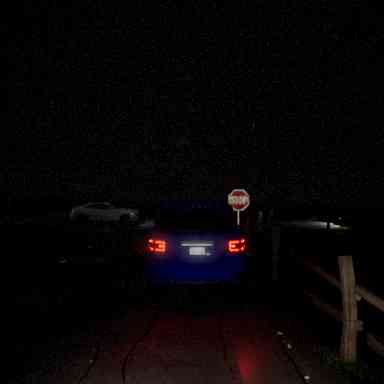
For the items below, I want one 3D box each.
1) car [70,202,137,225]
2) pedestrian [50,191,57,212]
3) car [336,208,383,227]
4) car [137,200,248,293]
[{"bbox_3d":[-5.997,1.405,22.973,4.674,1.442,1.812,1,2,0],"label":"car"},{"bbox_3d":[-12.080,0.778,28.947,0.375,1.860,0.375,0,1,0],"label":"pedestrian"},{"bbox_3d":[13.516,1.951,25.847,4.181,1.385,1.994,2,3,1],"label":"car"},{"bbox_3d":[0.083,1.214,8.992,2.150,2.045,5.566,0,0,0],"label":"car"}]
